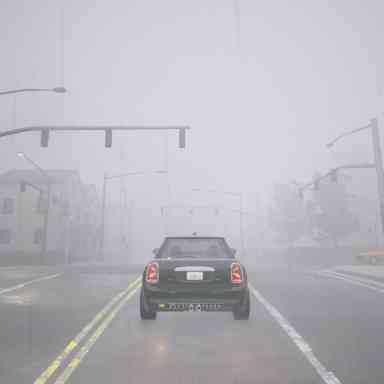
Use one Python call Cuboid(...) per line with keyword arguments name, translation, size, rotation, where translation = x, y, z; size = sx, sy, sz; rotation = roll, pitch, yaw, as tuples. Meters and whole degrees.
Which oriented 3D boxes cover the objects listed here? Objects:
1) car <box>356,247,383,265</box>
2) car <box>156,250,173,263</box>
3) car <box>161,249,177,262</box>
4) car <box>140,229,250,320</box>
Cuboid(name="car", translation=(16.463, 5.364, 28.070), size=(5.008, 1.535, 1.882), rotation=(0, -11, 1))
Cuboid(name="car", translation=(-3.644, 8.632, 44.402), size=(1.882, 1.535, 5.008), rotation=(0, -11, 0))
Cuboid(name="car", translation=(-3.657, 10.343, 54.282), size=(2.150, 2.045, 5.566), rotation=(0, -11, 0))
Cuboid(name="car", translation=(0.061, 1.807, 8.235), size=(2.097, 1.767, 4.553), rotation=(0, -7, 0))
